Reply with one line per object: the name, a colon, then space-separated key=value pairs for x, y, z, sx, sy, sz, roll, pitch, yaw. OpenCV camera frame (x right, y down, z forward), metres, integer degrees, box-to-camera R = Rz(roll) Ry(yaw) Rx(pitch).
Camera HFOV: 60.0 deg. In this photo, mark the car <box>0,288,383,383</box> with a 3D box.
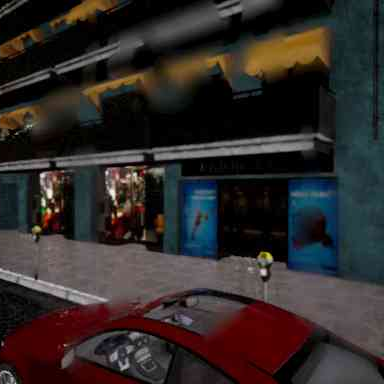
car: x=-0.114 y=1.575 z=2.956 sx=4.206 sy=1.307 sz=1.802 roll=0 pitch=0 yaw=36
